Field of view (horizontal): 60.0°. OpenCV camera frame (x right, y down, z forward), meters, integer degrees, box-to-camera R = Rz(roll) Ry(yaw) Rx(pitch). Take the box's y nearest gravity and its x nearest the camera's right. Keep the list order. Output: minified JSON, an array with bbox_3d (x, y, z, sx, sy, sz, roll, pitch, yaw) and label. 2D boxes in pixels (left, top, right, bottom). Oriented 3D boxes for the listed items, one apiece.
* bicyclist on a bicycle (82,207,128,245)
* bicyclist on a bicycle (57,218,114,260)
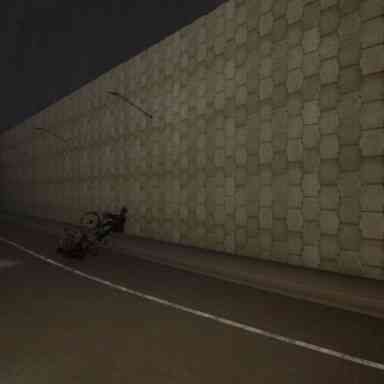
[{"bbox_3d":[-2.968,1.175,11.967,1.620,1.656,0.582,-34,23,-11],"label":"bicyclist on a bicycle"},{"bbox_3d":[-3.818,1.784,11.114,1.656,0.582,1.620,38,17,5],"label":"bicyclist on a bicycle"}]
